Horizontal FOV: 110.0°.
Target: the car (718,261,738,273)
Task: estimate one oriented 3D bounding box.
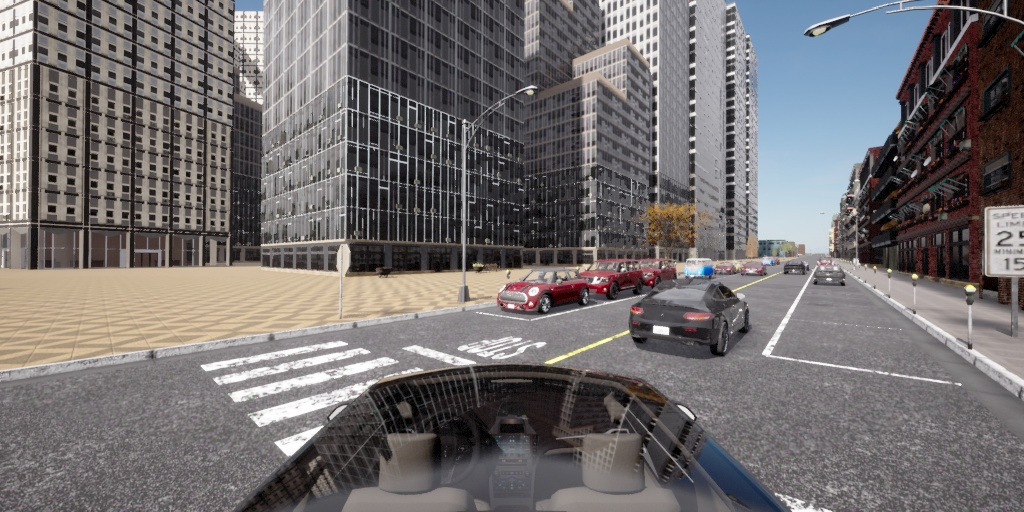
[{"bbox_3d":[23.465,1.331,39.377,1.802,1.307,4.207,0,0,41],"label":"car"}]

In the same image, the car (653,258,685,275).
[{"bbox_3d":[8.670,1.070,22.311,2.192,1.841,5.009,0,0,41],"label":"car"}]

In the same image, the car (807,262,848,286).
[{"bbox_3d":[22.413,1.304,25.369,2.007,1.370,4.403,0,0,41],"label":"car"}]

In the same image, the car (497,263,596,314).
[{"bbox_3d":[1.273,1.193,13.778,1.967,1.591,4.097,0,0,41],"label":"car"}]

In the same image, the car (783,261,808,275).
[{"bbox_3d":[31.163,1.249,39.437,1.837,1.490,4.892,0,0,41],"label":"car"}]

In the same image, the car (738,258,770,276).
[{"bbox_3d":[25.197,1.275,37.268,1.812,1.442,4.674,0,0,41],"label":"car"}]

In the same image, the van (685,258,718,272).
[{"bbox_3d":[16.068,1.095,30.844,1.690,1.789,3.998,0,0,41],"label":"van"}]

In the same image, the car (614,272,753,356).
[{"bbox_3d":[4.405,1.278,8.705,1.812,1.442,4.674,0,0,41],"label":"car"}]

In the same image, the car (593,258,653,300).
[{"bbox_3d":[4.971,1.069,18.044,2.192,1.841,5.009,0,0,41],"label":"car"}]
